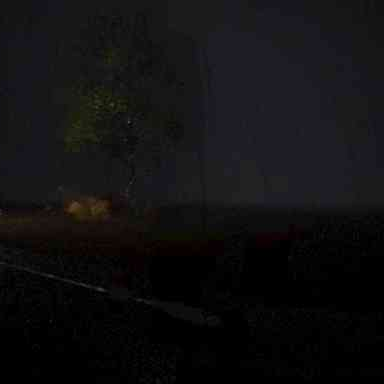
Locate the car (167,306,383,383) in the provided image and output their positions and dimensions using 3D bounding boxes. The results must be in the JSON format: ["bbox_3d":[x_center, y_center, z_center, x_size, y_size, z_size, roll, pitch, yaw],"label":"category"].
[{"bbox_3d":[2.369,1.554,2.232,5.357,1.411,2.033,1,0,36],"label":"car"}]
